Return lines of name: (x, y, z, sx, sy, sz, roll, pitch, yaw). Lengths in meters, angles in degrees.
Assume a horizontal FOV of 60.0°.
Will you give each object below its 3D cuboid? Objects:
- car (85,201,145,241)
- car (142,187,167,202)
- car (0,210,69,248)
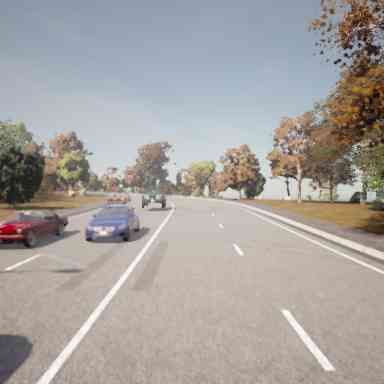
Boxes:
car: (-3.614, 1.375, 15.866, 1.812, 1.442, 4.674, 0, 1, 0)
car: (-3.630, 0.356, 32.636, 2.150, 2.045, 5.566, 0, 1, -1)
car: (-7.116, 1.482, 14.483, 1.895, 1.301, 4.718, 0, 1, 0)
